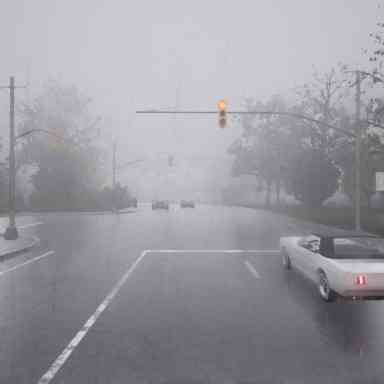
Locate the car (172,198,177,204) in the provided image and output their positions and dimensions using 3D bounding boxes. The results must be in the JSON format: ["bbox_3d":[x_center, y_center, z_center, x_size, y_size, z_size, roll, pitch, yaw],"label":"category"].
[{"bbox_3d":[-4.462,2.359,83.071,2.128,1.511,4.902,0,-1,-22],"label":"car"}]

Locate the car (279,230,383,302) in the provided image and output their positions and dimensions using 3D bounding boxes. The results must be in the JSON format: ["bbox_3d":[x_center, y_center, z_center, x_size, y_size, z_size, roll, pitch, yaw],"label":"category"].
[{"bbox_3d":[3.596,1.601,8.196,1.895,1.301,4.718,0,0,0],"label":"car"}]

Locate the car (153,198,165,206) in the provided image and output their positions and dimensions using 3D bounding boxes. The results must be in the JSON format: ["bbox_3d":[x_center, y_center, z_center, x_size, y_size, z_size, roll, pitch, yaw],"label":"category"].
[{"bbox_3d":[-6.302,1.914,63.511,1.882,1.535,5.008,0,-1,-10],"label":"car"}]

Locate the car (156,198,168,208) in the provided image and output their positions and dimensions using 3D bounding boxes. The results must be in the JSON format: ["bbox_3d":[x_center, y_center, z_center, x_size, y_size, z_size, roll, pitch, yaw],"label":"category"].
[{"bbox_3d":[-4.843,1.721,53.207,1.837,1.490,4.892,0,-1,-7],"label":"car"}]

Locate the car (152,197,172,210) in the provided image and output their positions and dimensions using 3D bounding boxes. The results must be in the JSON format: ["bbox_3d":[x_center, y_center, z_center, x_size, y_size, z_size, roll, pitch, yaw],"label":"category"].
[{"bbox_3d":[-4.059,1.425,43.105,2.097,1.767,4.553,0,-1,-3],"label":"car"}]

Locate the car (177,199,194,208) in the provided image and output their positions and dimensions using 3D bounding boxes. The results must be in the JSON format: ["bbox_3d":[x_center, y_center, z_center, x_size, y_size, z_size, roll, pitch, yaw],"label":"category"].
[{"bbox_3d":[-0.802,1.763,50.366,1.895,1.301,4.718,0,-1,-5],"label":"car"}]
